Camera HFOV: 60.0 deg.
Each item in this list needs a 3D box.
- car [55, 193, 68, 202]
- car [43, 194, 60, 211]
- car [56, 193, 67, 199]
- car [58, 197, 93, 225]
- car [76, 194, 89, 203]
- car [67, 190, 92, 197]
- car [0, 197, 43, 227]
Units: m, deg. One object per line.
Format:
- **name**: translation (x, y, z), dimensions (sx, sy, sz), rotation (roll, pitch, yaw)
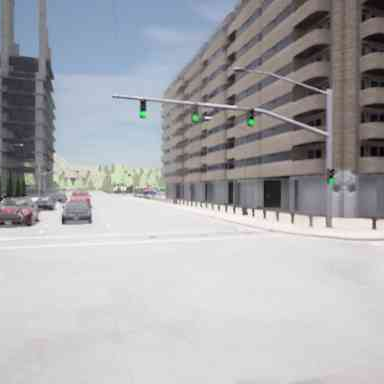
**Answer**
- **car**: translation (-23.355, 0.910, 59.786), dimensions (1.837, 1.490, 4.892), rotation (0, 0, -18)
- **car**: translation (-15.045, 1.183, 34.035), dimensions (2.033, 1.411, 5.357), rotation (0, 0, -18)
- **car**: translation (-20.288, 0.991, 50.154), dimensions (1.837, 1.490, 4.892), rotation (0, 0, -17)
- **car**: translation (-7.669, 1.291, 22.246), dimensions (1.812, 1.442, 4.674), rotation (0, 0, -18)
- **car**: translation (-18.488, 1.000, 56.099), dimensions (2.033, 1.411, 5.357), rotation (0, 0, -18)
- **car**: translation (-12.574, 0.846, 37.475), dimensions (2.150, 2.045, 5.566), rotation (0, 0, -18)
- **car**: translation (-10.749, 1.114, 20.399), dimensions (2.097, 1.767, 4.553), rotation (0, 0, -18)
